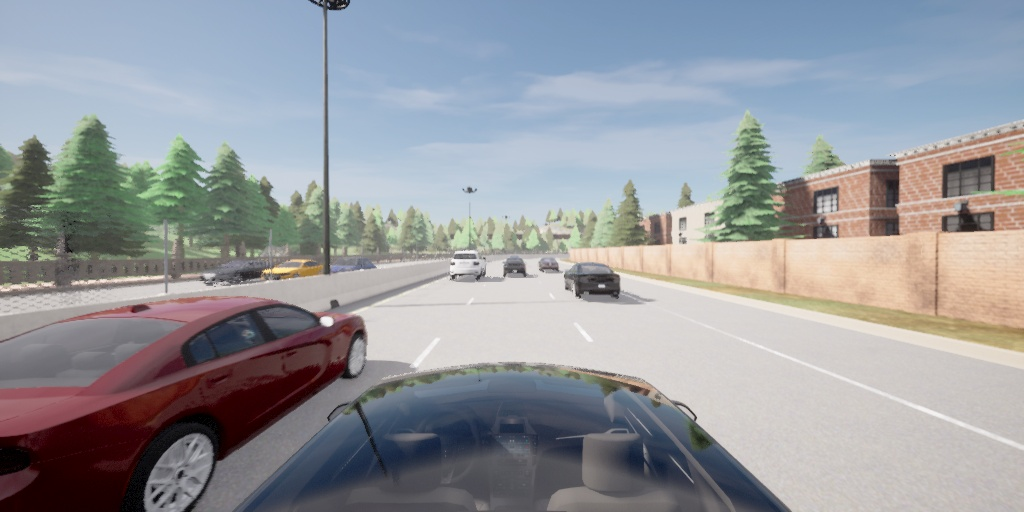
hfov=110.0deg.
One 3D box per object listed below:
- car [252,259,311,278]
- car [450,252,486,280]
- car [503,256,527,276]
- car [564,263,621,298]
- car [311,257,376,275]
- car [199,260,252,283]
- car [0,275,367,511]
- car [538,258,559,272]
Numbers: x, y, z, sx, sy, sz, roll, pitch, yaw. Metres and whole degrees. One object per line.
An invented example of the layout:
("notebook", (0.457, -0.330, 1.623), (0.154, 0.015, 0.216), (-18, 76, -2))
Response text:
("car", (-13.995, 0.982, 23.359), (1.882, 1.535, 5.008), (0, 1, 0))
("car", (-3.277, 0.679, 27.331), (2.150, 2.045, 5.566), (0, 1, 0))
("car", (0.242, 0.916, 31.344), (1.837, 1.490, 4.892), (0, 1, 0))
("car", (3.673, 1.050, 17.097), (1.882, 1.535, 5.008), (0, 1, 0))
("car", (-10.496, 0.858, 23.127), (2.097, 1.767, 4.553), (0, 1, 0))
("car", (-17.496, 0.999, 23.111), (2.128, 1.511, 4.902), (0, 1, 0))
("car", (-3.392, 1.200, 4.111), (1.882, 1.535, 5.008), (0, 1, 0))
("car", (3.772, 0.885, 37.588), (2.033, 1.411, 5.357), (0, 1, 0))
